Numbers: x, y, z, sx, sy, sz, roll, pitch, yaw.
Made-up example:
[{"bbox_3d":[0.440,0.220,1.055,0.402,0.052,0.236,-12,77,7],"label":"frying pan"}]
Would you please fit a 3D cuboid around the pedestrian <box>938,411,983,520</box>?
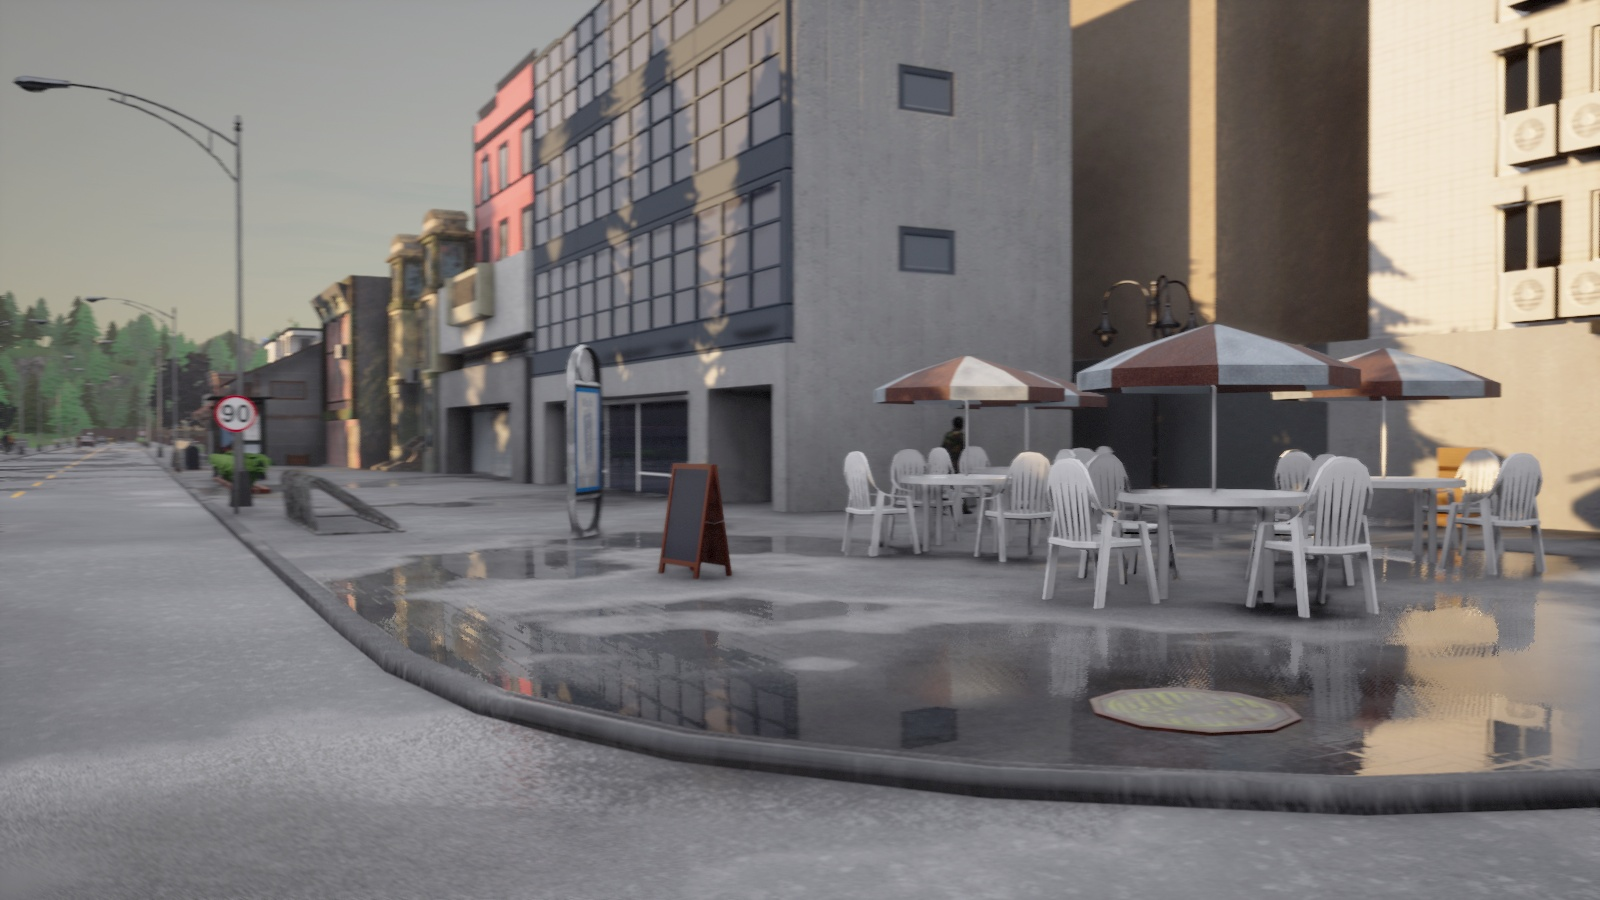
[{"bbox_3d":[2.888,0.275,22.552,0.692,1.930,0.395,0,1,-32],"label":"pedestrian"}]
